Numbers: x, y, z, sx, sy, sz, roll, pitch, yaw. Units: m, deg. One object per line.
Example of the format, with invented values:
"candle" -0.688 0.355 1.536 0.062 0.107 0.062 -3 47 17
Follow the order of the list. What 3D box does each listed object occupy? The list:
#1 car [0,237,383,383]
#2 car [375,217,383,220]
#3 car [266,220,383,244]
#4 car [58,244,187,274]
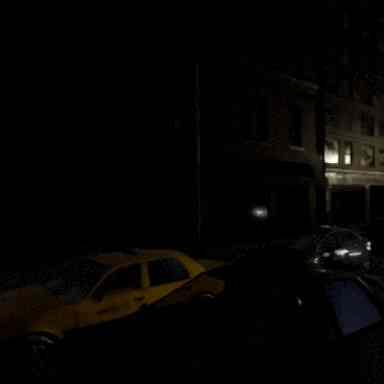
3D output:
"car" 0.824 1.568 3.707 5.357 1.411 2.033 0 0 -35
"car" 7.430 1.590 12.117 4.313 1.339 1.947 0 0 -38
"car" 3.164 1.585 8.786 4.403 1.369 2.008 0 0 -38
"car" -1.236 1.570 5.350 4.829 1.417 1.752 0 0 -38
